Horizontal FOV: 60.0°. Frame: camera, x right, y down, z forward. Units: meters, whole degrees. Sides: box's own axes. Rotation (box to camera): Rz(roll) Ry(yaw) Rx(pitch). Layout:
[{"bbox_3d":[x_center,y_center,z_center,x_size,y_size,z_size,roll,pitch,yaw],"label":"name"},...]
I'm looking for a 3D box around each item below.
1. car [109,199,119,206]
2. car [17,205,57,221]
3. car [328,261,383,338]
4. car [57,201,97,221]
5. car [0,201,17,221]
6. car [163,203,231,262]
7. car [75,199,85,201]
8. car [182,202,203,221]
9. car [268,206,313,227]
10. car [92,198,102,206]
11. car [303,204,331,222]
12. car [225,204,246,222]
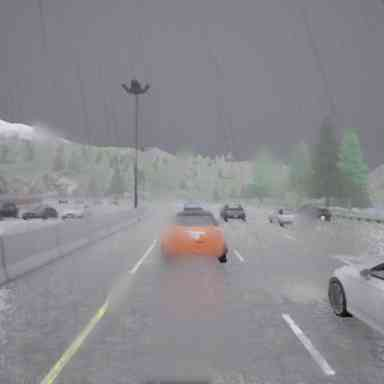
[{"bbox_3d":[-16.927,2.204,72.114,1.812,1.442,4.674,0,-1,-16],"label":"car"},{"bbox_3d":[-14.199,1.901,31.269,1.994,1.385,4.181,0,-1,-1],"label":"car"},{"bbox_3d":[3.573,1.576,4.634,1.812,1.442,4.674,0,0,0],"label":"car"},{"bbox_3d":[-10.694,1.863,31.296,1.812,1.442,4.674,0,-1,-1],"label":"car"},{"bbox_3d":[-17.682,1.679,30.325,2.097,1.767,4.553,0,-1,-1],"label":"car"},{"bbox_3d":[0.094,1.490,12.808,2.097,1.767,4.553,0,-1,0],"label":"car"},{"bbox_3d":[-23.701,2.216,70.341,1.994,1.385,4.181,0,-1,-16],"label":"car"},{"bbox_3d":[0.021,1.828,32.545,1.882,1.535,5.008,0,0,-1],"label":"car"},{"bbox_3d":[7.091,1.870,24.967,1.895,1.301,4.718,0,-1,0],"label":"car"},{"bbox_3d":[-20.374,2.168,71.428,1.837,1.490,4.892,0,-1,-16],"label":"car"},{"bbox_3d":[10.570,1.822,29.343,1.837,1.490,4.892,0,0,-1],"label":"car"},{"bbox_3d":[3.568,1.812,29.676,2.128,1.511,4.902,0,-1,-1],"label":"car"}]
